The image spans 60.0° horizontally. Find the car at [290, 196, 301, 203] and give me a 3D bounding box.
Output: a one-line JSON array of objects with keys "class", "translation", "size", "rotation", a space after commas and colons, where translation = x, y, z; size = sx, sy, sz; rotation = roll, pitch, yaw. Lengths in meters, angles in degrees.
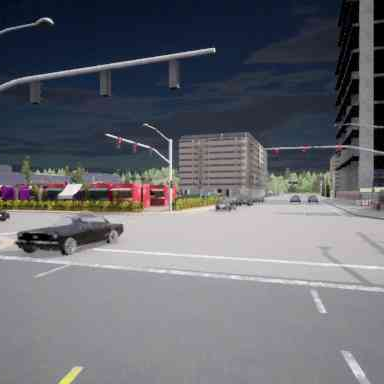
[{"class": "car", "translation": [21.531, 1.555, 69.256], "size": [1.994, 1.385, 4.181], "rotation": [0, 0, 19]}]

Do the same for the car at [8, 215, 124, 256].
[{"class": "car", "translation": [-4.649, 1.615, 13.370], "size": [1.895, 1.301, 4.718], "rotation": [0, -1, 17]}]

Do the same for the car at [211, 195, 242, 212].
[{"class": "car", "translation": [4.123, 1.491, 39.778], "size": [2.128, 1.511, 4.902], "rotation": [0, 0, 19]}]

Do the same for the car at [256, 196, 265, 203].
[{"class": "car", "translation": [13.747, 1.564, 68.124], "size": [1.994, 1.385, 4.181], "rotation": [0, 0, 19]}]

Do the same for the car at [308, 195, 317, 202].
[{"class": "car", "translation": [28.031, 1.524, 77.677], "size": [1.812, 1.442, 4.674], "rotation": [0, 0, 19]}]

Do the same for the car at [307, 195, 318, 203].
[{"class": "car", "translation": [24.740, 1.541, 67.821], "size": [2.033, 1.411, 5.357], "rotation": [0, 0, 19]}]

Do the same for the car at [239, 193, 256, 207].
[{"class": "car", "translation": [8.201, 1.217, 51.933], "size": [2.150, 2.045, 5.566], "rotation": [0, 1, 18]}]

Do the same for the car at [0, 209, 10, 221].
[{"class": "car", "translation": [-16.472, 1.619, 26.100], "size": [4.181, 1.385, 1.994], "rotation": [0, 0, 19]}]

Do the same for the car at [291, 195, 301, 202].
[{"class": "car", "translation": [24.609, 1.540, 78.480], "size": [2.033, 1.411, 5.357], "rotation": [0, 0, 19]}]
